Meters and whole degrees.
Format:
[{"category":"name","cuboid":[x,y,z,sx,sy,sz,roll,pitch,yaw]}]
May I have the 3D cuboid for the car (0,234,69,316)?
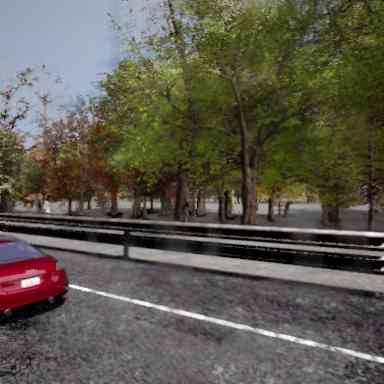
[{"category":"car","cuboid":[-4.603,1.638,7.222,4.181,1.385,1.994,-1,0,34]}]
